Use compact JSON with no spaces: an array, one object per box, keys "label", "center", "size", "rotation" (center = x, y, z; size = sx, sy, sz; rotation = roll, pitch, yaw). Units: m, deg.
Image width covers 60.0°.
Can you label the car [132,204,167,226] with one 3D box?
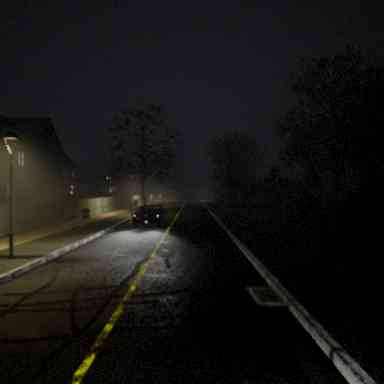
[{"label":"car","center":[-2.796,1.527,22.594],"size":[1.895,1.301,4.718],"rotation":[0,0,1]}]
